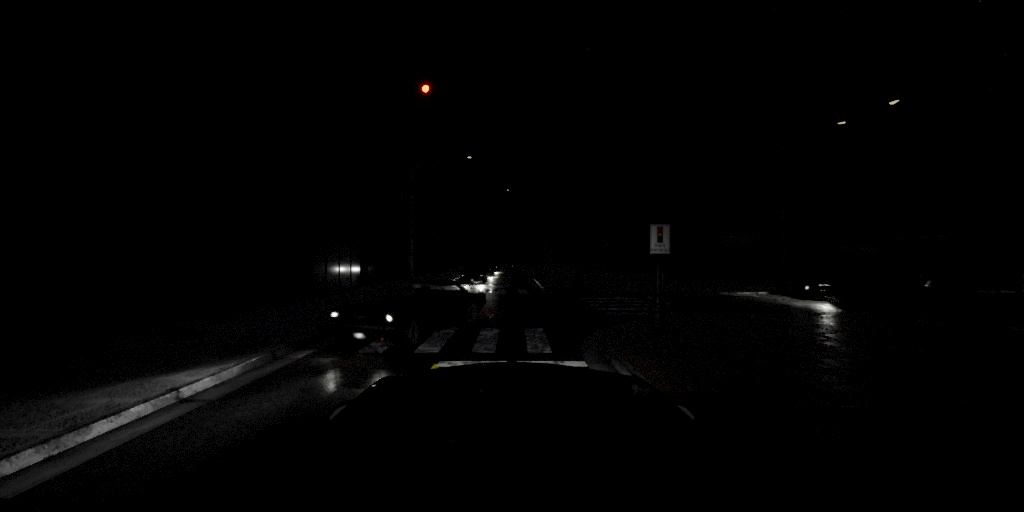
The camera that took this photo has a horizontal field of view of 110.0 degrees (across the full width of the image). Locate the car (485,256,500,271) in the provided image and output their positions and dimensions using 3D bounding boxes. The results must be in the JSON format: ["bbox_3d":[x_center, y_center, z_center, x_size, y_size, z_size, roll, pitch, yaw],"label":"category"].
[{"bbox_3d":[-2.875,1.006,48.984,2.150,2.045,5.566,0,0,0],"label":"car"}]

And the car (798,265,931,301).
[{"bbox_3d":[15.553,1.163,15.955,4.892,1.490,1.837,0,0,0],"label":"car"}]

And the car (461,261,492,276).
[{"bbox_3d":[-2.884,1.308,28.054,2.033,1.411,5.357,0,0,-1],"label":"car"}]

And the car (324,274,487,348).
[{"bbox_3d":[-2.469,1.352,9.569,1.895,1.301,4.718,0,0,20],"label":"car"}]

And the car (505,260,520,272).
[{"bbox_3d":[0.065,1.329,47.268,2.033,1.411,5.357,0,0,0],"label":"car"}]

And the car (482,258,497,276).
[{"bbox_3d":[-2.877,1.276,38.462,1.837,1.490,4.892,0,0,0],"label":"car"}]
